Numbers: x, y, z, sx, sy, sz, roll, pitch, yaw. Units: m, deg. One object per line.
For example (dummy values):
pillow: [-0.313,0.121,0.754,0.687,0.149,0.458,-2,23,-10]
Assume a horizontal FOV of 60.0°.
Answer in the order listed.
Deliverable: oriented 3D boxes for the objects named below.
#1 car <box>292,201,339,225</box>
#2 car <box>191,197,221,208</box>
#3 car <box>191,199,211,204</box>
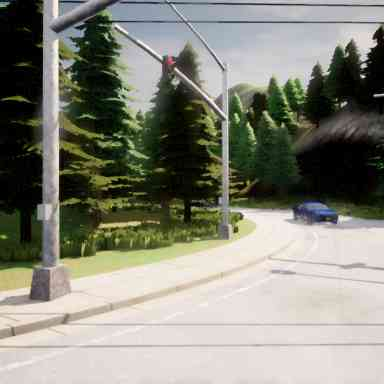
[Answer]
car: [8.819,1.477,24.082,1.882,1.535,5.008,0,0,-1]
car: [1.987,1.505,50.068,1.837,1.490,4.892,0,0,-37]
car: [0.946,1.547,45.581,2.033,1.411,5.357,0,0,-35]
